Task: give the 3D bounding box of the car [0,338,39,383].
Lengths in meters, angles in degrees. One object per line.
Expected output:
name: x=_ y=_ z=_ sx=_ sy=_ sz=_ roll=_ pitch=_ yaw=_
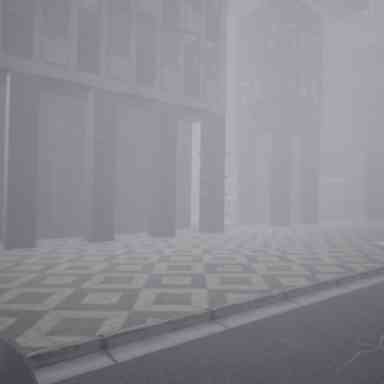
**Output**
car: x=-3.217 y=1.527 z=0.961 sx=5.357 sy=1.411 sz=2.033 roll=1 pitch=0 yaw=-36
